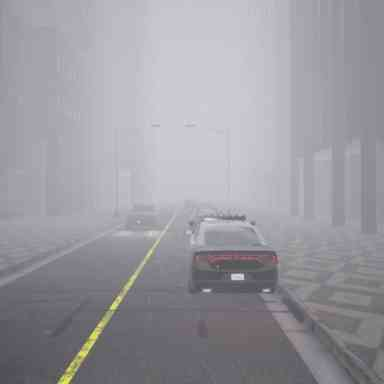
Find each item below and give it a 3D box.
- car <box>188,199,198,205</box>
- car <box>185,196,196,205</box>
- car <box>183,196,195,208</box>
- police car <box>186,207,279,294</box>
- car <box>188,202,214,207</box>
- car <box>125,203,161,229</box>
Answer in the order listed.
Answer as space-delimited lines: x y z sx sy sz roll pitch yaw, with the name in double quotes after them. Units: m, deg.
0.801 1.496 24.856 1.837 1.490 4.892 0 0 0 "car"
-0.242 1.451 60.445 1.882 1.535 5.008 0 0 0 "car"
-0.160 1.505 46.165 1.812 1.442 4.674 0 0 0 "car"
0.865 1.425 8.964 1.930 1.638 5.238 0 0 0 "police car"
0.826 1.521 18.855 1.812 1.442 4.674 0 0 0 "car"
-3.086 1.498 21.637 1.837 1.490 4.892 0 0 0 "car"
